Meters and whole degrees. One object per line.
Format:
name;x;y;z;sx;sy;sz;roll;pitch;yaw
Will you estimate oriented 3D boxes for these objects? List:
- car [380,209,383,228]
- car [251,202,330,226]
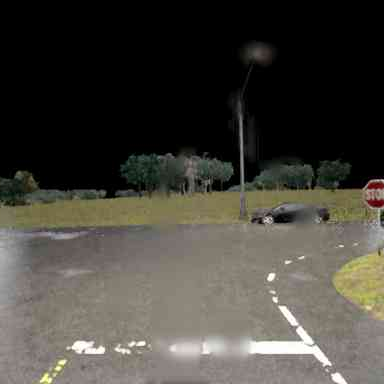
car;11.056;0.885;14.946;4.553;1.767;2.097;-1;-3;-1
car;6.384;1.421;21.863;5.008;1.535;1.882;-1;-2;-1
